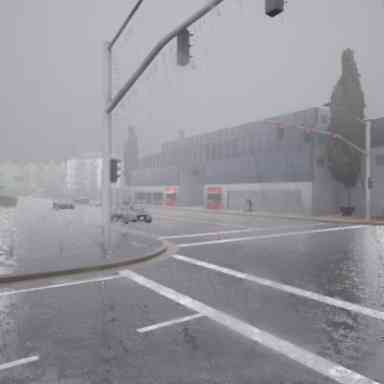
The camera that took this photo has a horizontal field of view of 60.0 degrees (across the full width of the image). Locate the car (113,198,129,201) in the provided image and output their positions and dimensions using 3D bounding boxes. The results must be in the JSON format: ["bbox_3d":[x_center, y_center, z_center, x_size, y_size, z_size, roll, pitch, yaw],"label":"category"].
[{"bbox_3d":[-11.717,1.668,54.240,2.033,1.411,5.357,0,0,-34],"label":"car"}]

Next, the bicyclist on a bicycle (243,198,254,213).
[{"bbox_3d":[6.035,1.444,35.526,1.656,1.620,0.582,0,0,-34],"label":"bicyclist on a bicycle"}]

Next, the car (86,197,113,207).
[{"bbox_3d":[-14.512,1.701,52.122,1.895,1.301,4.718,0,0,-33],"label":"car"}]

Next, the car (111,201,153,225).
[{"bbox_3d":[-4.549,1.621,24.469,1.994,1.385,4.181,0,0,-34],"label":"car"}]

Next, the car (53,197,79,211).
[{"bbox_3d":[-16.050,1.537,41.591,1.882,1.535,5.008,0,0,-34],"label":"car"}]

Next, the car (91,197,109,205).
[{"bbox_3d":[-17.221,1.647,62.349,1.812,1.442,4.674,0,0,-34],"label":"car"}]

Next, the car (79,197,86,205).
[{"bbox_3d":[-20.128,1.579,60.399,1.882,1.535,5.008,0,0,-34],"label":"car"}]
